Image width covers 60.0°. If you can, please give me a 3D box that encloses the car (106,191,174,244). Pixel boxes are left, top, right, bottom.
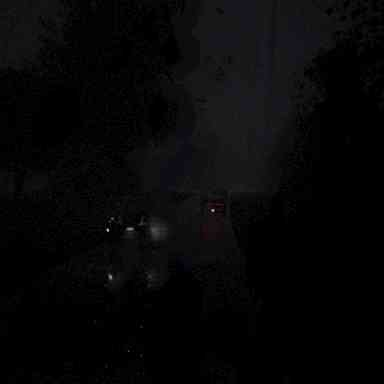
[{"bbox_3d":[-2.118,0.988,15.178,2.150,2.045,5.566,1,1,4],"label":"car"}]

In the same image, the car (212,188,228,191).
[{"bbox_3d":[3.553,0.199,42.571,2.128,1.511,4.902,0,3,7],"label":"car"}]

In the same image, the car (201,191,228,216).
[{"bbox_3d":[1.725,0.959,26.047,1.837,1.490,4.892,0,2,6],"label":"car"}]
